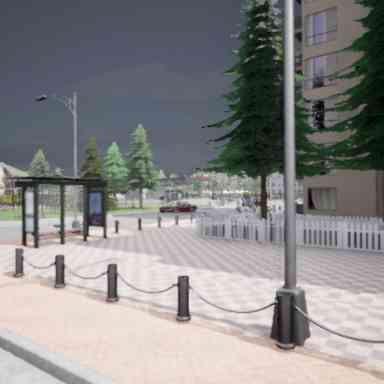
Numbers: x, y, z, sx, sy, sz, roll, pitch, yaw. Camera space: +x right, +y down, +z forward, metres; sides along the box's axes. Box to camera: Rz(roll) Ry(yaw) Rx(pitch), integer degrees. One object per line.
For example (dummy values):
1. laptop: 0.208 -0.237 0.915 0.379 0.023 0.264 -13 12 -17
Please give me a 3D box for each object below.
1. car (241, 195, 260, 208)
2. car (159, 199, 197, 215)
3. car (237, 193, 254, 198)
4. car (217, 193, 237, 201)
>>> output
1. car: 9.305 1.690 51.279 1.837 1.490 4.892 0 0 35
2. car: -1.493 1.727 36.074 1.895 1.301 4.718 0 0 35
3. car: 13.734 1.605 81.742 3.633 1.501 1.845 0 0 35
4. car: 9.374 1.663 88.446 3.806 1.475 1.970 0 0 35
